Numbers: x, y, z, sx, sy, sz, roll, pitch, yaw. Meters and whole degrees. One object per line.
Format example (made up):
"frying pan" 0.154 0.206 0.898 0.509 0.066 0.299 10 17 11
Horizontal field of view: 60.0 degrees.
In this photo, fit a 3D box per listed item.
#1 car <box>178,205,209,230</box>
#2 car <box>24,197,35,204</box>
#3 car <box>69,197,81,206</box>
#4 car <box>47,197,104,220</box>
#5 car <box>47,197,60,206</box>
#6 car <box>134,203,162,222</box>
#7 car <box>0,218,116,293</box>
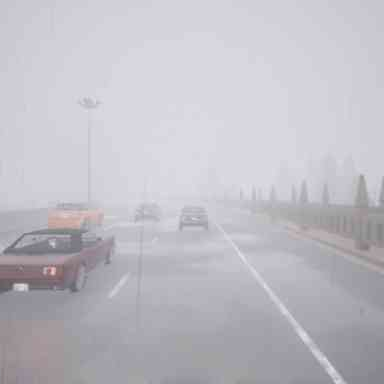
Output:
"car" 0.098 1.566 21.355 2.033 1.411 5.357 0 0 0
"car" -34.466 1.744 70.505 1.882 1.535 5.008 0 0 -30
"car" -20.425 1.675 58.073 1.812 1.442 4.674 0 0 -20
"car" -6.901 1.369 20.234 2.097 1.767 4.553 0 0 0
"car" -23.944 1.683 57.634 1.812 1.442 4.674 0 0 -21
"car" -3.489 1.575 26.847 2.033 1.411 5.357 0 0 -2
"car" -3.399 1.605 8.843 1.895 1.301 4.718 0 0 0
